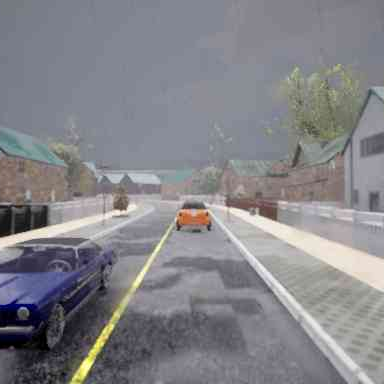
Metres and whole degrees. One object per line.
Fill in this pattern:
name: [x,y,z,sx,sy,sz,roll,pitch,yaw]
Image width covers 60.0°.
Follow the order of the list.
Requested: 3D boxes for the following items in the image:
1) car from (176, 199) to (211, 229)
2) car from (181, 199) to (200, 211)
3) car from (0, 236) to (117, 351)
car: [0.112,1.379,21.697,2.097,1.767,4.553,0,0,0]
car: [-0.236,1.590,42.116,2.033,1.411,5.357,0,0,-5]
car: [-2.848,1.610,6.329,1.895,1.301,4.718,0,0,0]
